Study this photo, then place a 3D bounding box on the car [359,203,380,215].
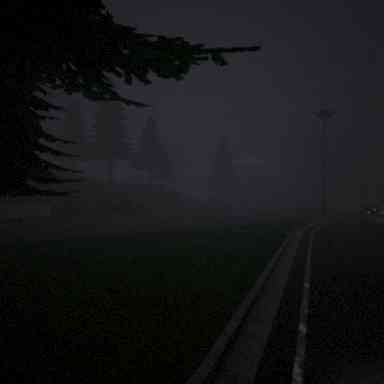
[{"bbox_3d":[21.093,2.003,39.313,1.895,1.301,4.718,0,-1,33],"label":"car"}]
